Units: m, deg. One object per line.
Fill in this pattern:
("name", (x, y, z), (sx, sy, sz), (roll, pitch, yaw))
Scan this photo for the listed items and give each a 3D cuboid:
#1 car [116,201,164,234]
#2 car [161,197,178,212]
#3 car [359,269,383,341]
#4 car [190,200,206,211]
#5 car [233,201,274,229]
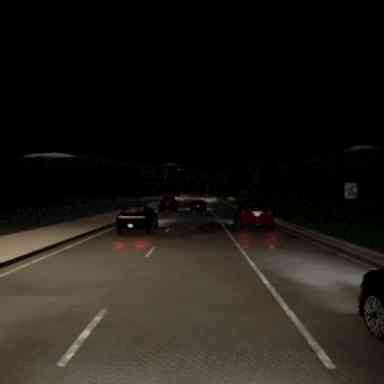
("car", (-3.106, 1.508, 19.433), (2.128, 1.511, 4.902), (0, 0, 1))
("car", (-2.771, 1.391, 40.052), (2.097, 1.767, 4.553), (0, 0, 1))
("car", (3.692, 1.500, 3.621), (2.128, 1.511, 4.902), (0, 0, 0))
("car", (0.728, 1.608, 40.736), (1.994, 1.385, 4.181), (0, 0, 1))
("car", (3.935, 1.380, 21.960), (2.097, 1.767, 4.553), (0, 0, 1))
